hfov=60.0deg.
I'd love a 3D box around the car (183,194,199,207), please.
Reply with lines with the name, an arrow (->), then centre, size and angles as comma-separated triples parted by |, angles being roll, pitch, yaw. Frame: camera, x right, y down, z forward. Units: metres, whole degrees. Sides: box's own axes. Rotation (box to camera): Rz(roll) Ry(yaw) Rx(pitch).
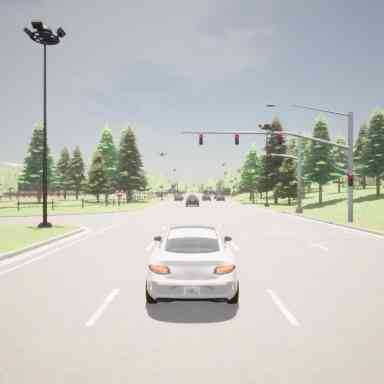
car -> 0.070, 1.352, 51.896 | 2.097, 1.767, 4.553 | 0, 0, 0

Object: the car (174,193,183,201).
car -> -3.389, 1.544, 82.927 | 1.994, 1.385, 4.181 | 0, 0, 0

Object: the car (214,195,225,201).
car -> 7.111, 1.517, 82.529 | 2.128, 1.511, 4.902 | 0, 0, 0

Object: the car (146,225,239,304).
car -> 0.017, 1.526, 8.022 | 1.812, 1.442, 4.674 | 0, 0, 0

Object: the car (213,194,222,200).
car -> 7.125, 1.385, 92.949 | 1.994, 1.385, 4.181 | 0, 0, 0

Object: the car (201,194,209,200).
car -> 3.625, 1.372, 92.954 | 2.033, 1.411, 5.357 | 0, 0, 0

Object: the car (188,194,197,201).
car -> 0.111, 1.348, 82.925 | 2.097, 1.767, 4.553 | 0, 0, 0

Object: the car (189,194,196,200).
car -> 0.125, 1.332, 92.959 | 1.837, 1.490, 4.892 | 0, 0, 0

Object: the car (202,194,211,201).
car -> 3.611, 1.348, 82.921 | 2.097, 1.767, 4.553 | 0, 0, 0

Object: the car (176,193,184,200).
car -> -3.375, 1.188, 92.933 | 2.097, 1.767, 4.553 | 0, 0, 0
